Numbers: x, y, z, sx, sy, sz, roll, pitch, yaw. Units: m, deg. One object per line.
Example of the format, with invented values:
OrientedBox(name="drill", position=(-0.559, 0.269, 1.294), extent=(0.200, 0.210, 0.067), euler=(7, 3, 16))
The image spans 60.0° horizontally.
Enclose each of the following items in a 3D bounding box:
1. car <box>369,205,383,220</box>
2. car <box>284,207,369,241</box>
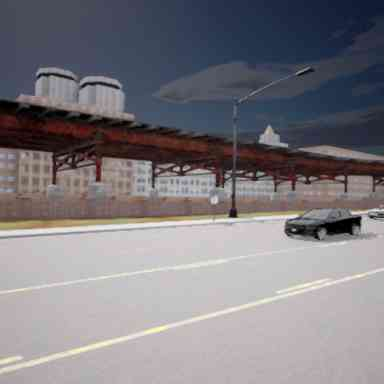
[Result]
OrientedBox(name="car", position=(17.438, 1.777, 29.276), extent=(4.718, 1.301, 1.895), euler=(0, 0, -35))
OrientedBox(name="car", position=(6.975, 1.576, 17.560), extent=(5.008, 1.535, 1.882), euler=(0, 0, -35))
